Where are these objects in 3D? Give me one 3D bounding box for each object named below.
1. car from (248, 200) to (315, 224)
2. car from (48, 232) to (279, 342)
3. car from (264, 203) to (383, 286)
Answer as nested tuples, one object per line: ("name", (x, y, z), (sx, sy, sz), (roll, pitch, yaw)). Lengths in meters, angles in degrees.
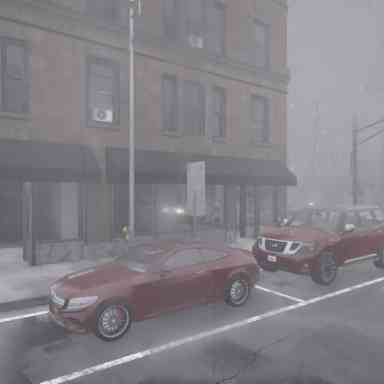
("car", (6.813, 1.486, 25.884), (1.882, 1.535, 5.008), (0, 0, -35))
("car", (-0.491, 1.582, 6.414), (4.206, 1.307, 1.802), (0, 0, -35))
("car", (4.008, 1.315, 9.618), (5.009, 1.841, 2.192), (0, 0, -35))
